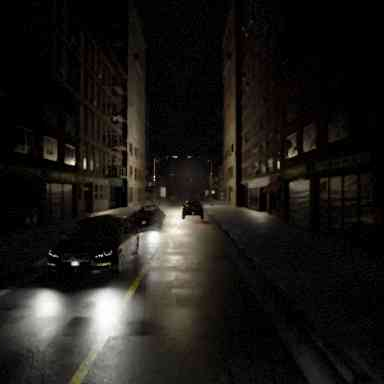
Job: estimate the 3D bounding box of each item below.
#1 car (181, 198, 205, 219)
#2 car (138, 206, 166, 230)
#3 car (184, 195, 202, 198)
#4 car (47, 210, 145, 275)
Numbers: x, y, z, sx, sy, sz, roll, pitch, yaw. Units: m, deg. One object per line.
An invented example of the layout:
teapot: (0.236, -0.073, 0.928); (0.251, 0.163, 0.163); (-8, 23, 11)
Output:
car: (0.093, 1.535, 29.727); (2.128, 1.511, 4.902); (0, 0, 0)
car: (-2.769, 1.591, 21.366); (1.994, 1.385, 4.181); (0, 0, 1)
car: (0.088, 1.587, 44.803); (1.837, 1.490, 4.892); (0, 0, 0)
car: (-2.839, 1.517, 10.522); (1.837, 1.490, 4.892); (0, -1, 0)
